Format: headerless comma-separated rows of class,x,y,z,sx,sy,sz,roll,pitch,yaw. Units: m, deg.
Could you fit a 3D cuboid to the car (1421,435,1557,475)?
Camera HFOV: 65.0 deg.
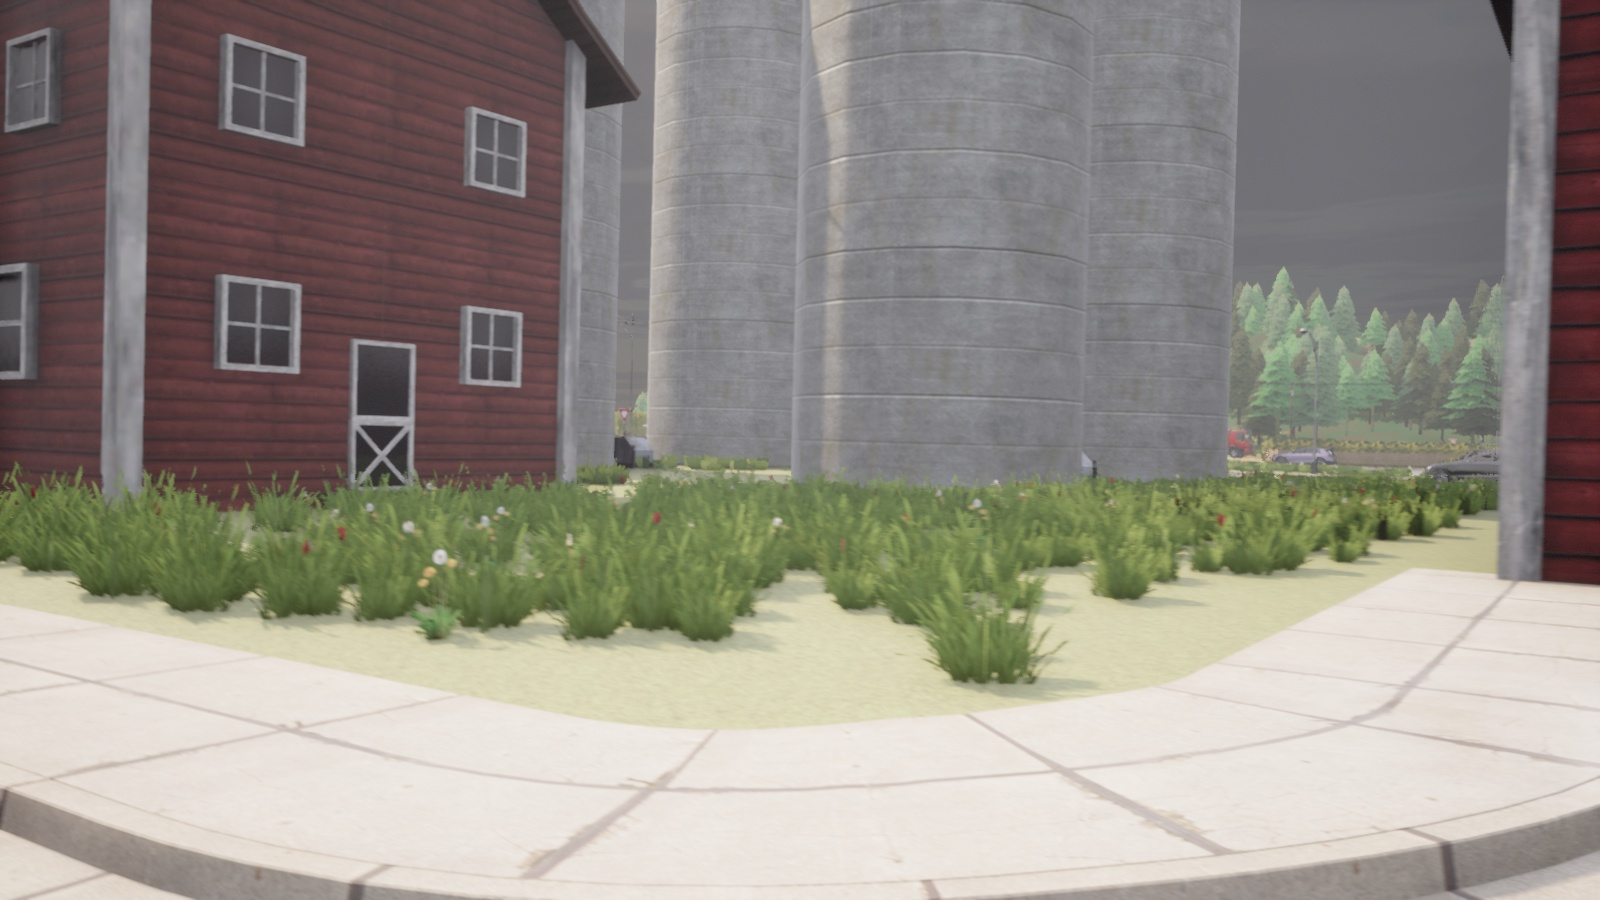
car,30.114,0.196,54.947,5.027,1.651,2.152,1,1,34
